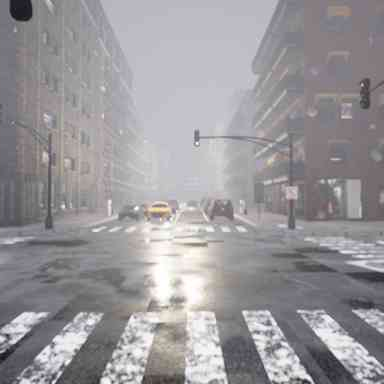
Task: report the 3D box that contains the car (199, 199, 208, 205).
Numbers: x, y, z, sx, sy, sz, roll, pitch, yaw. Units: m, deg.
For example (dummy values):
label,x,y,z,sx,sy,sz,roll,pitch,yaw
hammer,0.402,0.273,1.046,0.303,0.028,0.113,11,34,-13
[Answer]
label,x,y,z,sx,sy,sz,roll,pitch,yaw
car,2.522,2.219,74.155,1.802,1.307,4.206,1,-1,0

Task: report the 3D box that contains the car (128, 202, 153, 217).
label,x,y,z,sx,sy,sz,roll,pitch,yaw
car,-5.325,1.813,35.184,1.947,1.339,4.313,1,0,0

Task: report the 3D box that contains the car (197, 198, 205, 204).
label,x,y,z,sx,sy,sz,roll,pitch,yaw
car,2.510,2.414,90.845,1.947,1.339,4.313,1,-1,0

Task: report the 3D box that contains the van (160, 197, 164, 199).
label,x,y,z,sx,sy,sz,roll,pitch,yaw
van,-5.344,1.844,62.991,1.690,1.788,3.998,1,-1,0

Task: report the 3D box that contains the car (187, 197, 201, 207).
label,x,y,z,sx,sy,sz,roll,pitch,yaw
car,0.057,1.959,59.635,2.128,1.511,4.902,0,-1,0

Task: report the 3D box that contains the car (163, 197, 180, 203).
label,x,y,z,sx,sy,sz,roll,pitch,yaw
car,-2.875,1.875,49.840,1.837,1.490,4.892,0,-1,0

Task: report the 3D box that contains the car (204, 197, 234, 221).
label,x,y,z,sx,sy,sz,roll,pitch,yaw
car,2.564,1.523,29.676,2.192,1.841,5.009,1,0,0

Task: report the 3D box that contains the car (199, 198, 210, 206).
label,x,y,z,sx,sy,sz,roll,pitch,yaw
car,2.528,2.010,68.596,1.967,1.590,4.097,1,-1,0

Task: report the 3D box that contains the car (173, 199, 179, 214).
label,x,y,z,sx,sy,sz,roll,pitch,yaw
car,-2.875,1.844,39.398,1.994,1.385,4.181,0,0,0

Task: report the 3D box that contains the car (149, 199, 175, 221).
label,x,y,z,sx,sy,sz,roll,pitch,yaw
car,-2.869,1.688,30.129,1.882,1.535,5.008,0,0,0

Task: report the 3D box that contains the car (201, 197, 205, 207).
label,x,y,z,sx,sy,sz,roll,pitch,yaw
car,2.554,1.606,40.800,2.192,1.841,5.009,1,-1,0

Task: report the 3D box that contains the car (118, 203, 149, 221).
label,x,y,z,sx,sy,sz,roll,pitch,yaw
car,-5.320,1.773,29.623,1.947,1.339,4.313,1,0,0

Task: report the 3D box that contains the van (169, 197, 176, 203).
label,x,y,z,sx,sy,sz,roll,pitch,yaw
van,-5.367,2.188,90.810,1.690,1.788,3.998,1,-1,0

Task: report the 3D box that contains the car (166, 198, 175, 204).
label,x,y,z,sx,sy,sz,roll,pitch,yaw
car,-5.366,2.327,85.244,2.008,1.369,4.403,1,-1,0

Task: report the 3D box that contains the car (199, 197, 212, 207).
label,x,y,z,sx,sy,sz,roll,pitch,yaw
car,2.535,1.819,63.034,2.192,1.841,5.009,1,-1,0

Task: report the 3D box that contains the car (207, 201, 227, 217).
label,x,y,z,sx,sy,sz,roll,pitch,yaw
car,2.556,1.775,35.404,1.752,1.417,4.829,1,0,0

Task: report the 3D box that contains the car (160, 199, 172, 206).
label,x,y,z,sx,sy,sz,roll,pitch,yaw
car,-5.353,2.120,68.554,2.008,1.369,4.403,1,-1,0

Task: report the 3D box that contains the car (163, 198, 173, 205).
label,x,y,z,sx,sy,sz,roll,pitch,yaw
car,-5.357,2.160,73.946,1.752,1.417,4.829,1,-1,0

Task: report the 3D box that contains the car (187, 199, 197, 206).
label,x,y,z,sx,sy,sz,roll,pitch,yaw
car,0.012,2.147,69.868,1.994,1.385,4.181,0,-1,0
